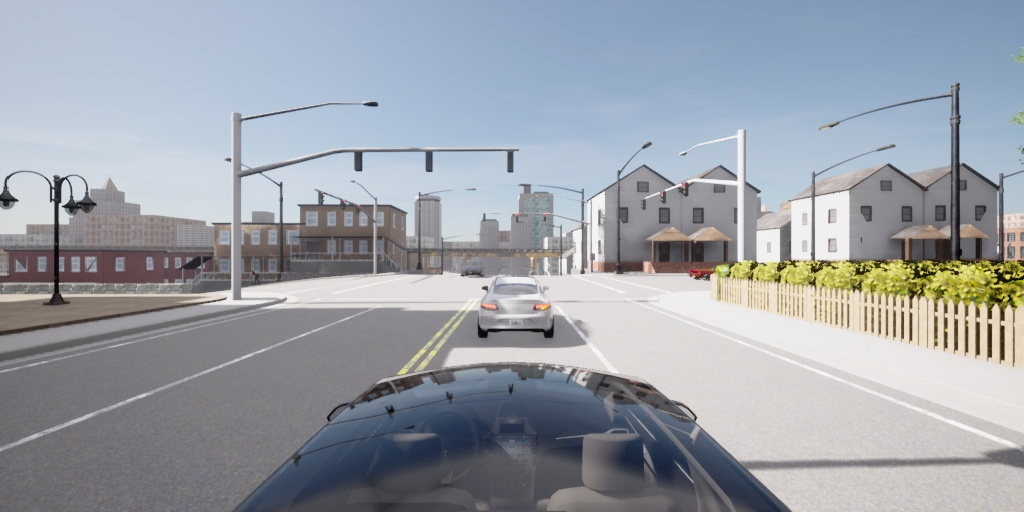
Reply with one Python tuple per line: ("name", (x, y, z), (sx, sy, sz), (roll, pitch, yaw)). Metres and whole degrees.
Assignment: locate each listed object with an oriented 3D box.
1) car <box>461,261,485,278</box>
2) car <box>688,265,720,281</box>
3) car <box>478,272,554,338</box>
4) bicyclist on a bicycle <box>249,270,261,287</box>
("car", (-3.517, 1.178, 32.849), (1.837, 1.490, 4.892), (0, 0, 0))
("car", (16.848, 1.350, 28.881), (4.718, 1.301, 1.895), (0, 0, -1))
("car", (0.101, 1.276, 10.071), (1.812, 1.442, 4.674), (0, 0, 0))
("bicyclist on a bicycle", (-25.569, 2.213, 35.648), (0.582, 1.620, 1.656), (-8, 0, 0))
